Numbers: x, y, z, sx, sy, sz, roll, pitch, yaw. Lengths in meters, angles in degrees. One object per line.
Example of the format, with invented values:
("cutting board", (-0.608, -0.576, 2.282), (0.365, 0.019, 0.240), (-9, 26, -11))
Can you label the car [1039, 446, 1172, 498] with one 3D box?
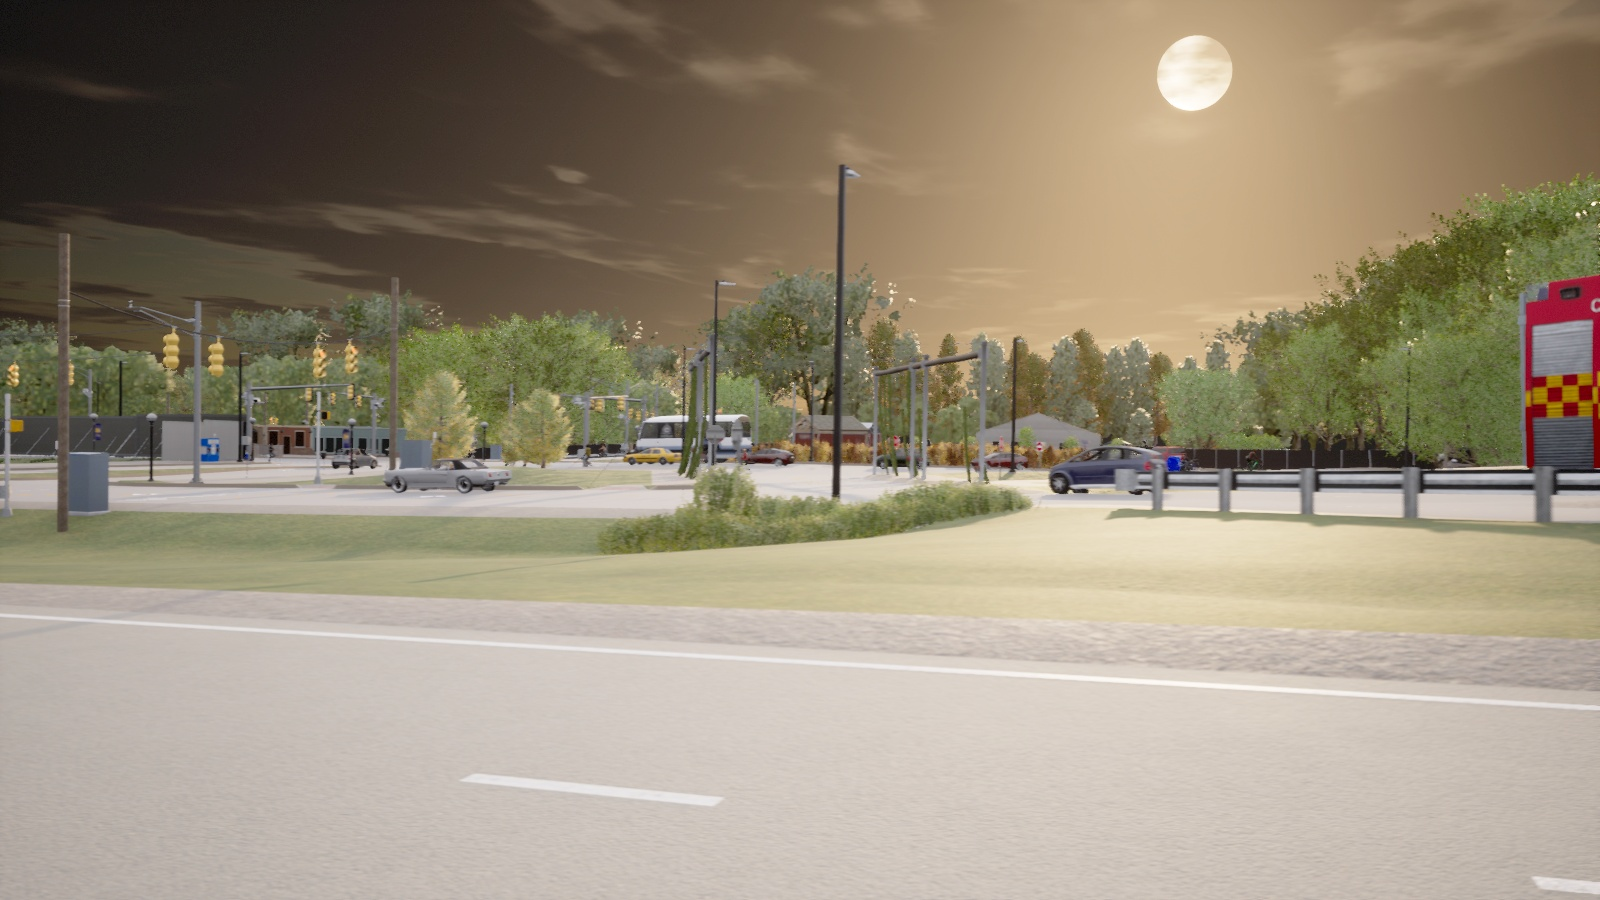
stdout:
("car", (9.758, 0.752, 40.221), (3.705, 1.549, 1.789), (-2, -3, 37))

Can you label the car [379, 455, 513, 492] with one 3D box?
("car", (-13.590, 0.878, 48.245), (4.718, 1.301, 1.895), (0, 1, 18))

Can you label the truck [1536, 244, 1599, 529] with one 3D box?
("truck", (13.534, -0.894, 14.485), (2.891, 3.827, 8.468), (0, -1, -26))
